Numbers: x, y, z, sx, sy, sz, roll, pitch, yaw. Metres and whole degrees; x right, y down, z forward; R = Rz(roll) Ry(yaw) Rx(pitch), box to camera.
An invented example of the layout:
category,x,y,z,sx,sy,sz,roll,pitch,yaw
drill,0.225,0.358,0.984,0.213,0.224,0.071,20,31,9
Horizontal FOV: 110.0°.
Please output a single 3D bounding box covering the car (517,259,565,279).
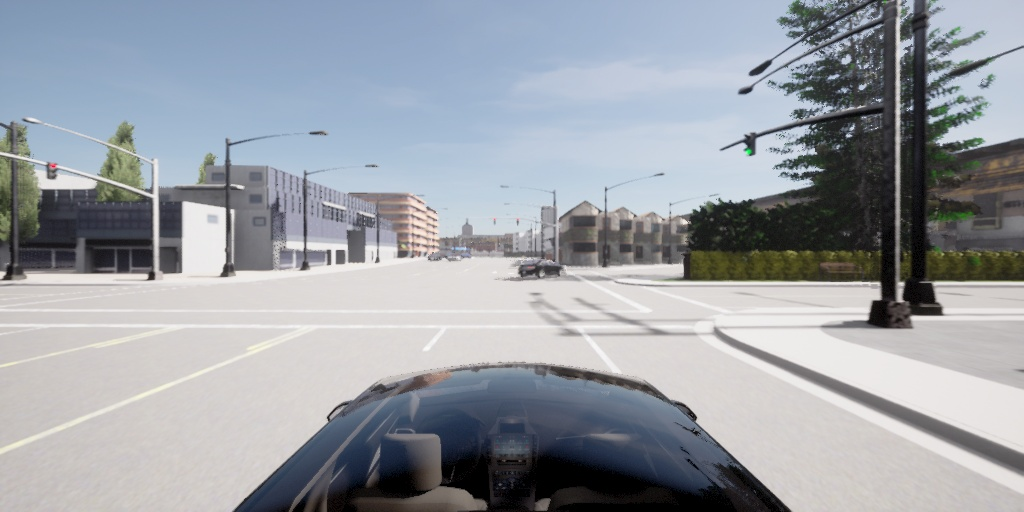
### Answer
category,x,y,z,sx,sy,sz,roll,pitch,yaw
car,2.379,1.005,28.224,2.128,1.511,4.902,0,0,38
